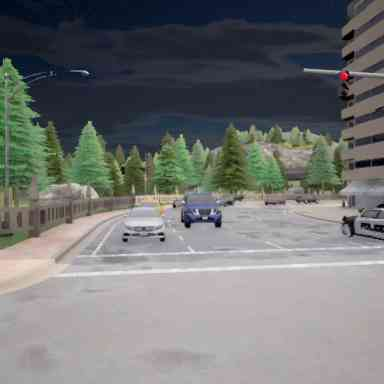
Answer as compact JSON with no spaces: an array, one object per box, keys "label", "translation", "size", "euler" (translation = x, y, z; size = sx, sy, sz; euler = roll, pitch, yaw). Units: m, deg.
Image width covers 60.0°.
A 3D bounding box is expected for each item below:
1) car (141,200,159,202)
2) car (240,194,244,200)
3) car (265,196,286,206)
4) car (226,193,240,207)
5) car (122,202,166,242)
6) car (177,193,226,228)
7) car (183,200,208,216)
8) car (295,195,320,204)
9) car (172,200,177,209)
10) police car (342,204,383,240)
[{"label":"car","translation":[-3.209,1.361,25.288],"size":[1.882,1.535,5.008],"euler":[0,0,-2]},{"label":"car","translation":[6.976,1.006,55.770],"size":[1.837,1.490,4.892],"euler":[0,0,40]},{"label":"car","translation":[12.937,1.370,51.405],"size":[1.994,1.385,4.181],"euler":[0,0,41]},{"label":"car","translation":[4.337,1.312,45.141],"size":[2.128,1.511,4.902],"euler":[0,0,27]},{"label":"car","translation":[-2.288,1.441,16.024],"size":[1.812,1.442,4.674],"euler":[0,0,-7]},{"label":"car","translation":[0.469,1.119,21.643],"size":[2.150,2.045,5.566],"euler":[0,0,-6]},{"label":"car","translation":[0.410,1.464,32.020],"size":[1.895,1.301,4.718],"euler":[0,0,8]},{"label":"car","translation":[20.239,1.279,58.194],"size":[4.902,1.511,2.128],"euler":[0,0,-31]},{"label":"car","translation":[-0.914,1.322,41.604],"size":[2.128,1.511,4.902],"euler":[0,0,20]},{"label":"police car","translation":[8.531,1.350,14.555],"size":[1.930,1.638,5.238],"euler":[0,0,-8]}]
